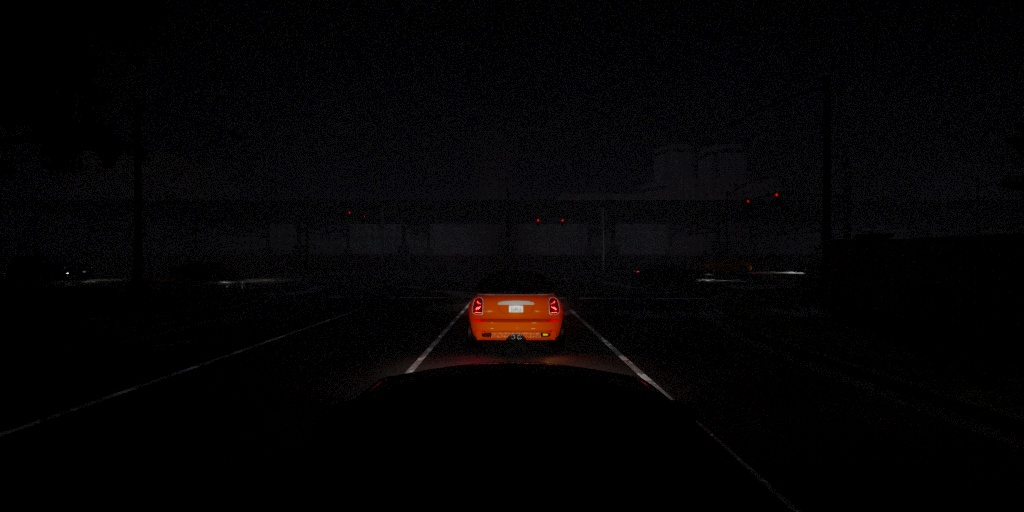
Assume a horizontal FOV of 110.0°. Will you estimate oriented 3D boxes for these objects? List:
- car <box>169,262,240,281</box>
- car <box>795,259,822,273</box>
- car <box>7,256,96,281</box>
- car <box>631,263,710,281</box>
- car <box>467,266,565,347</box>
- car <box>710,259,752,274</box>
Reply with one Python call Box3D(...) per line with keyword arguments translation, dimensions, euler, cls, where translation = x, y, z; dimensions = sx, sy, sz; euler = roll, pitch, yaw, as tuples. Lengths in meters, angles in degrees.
Box3D(translation=(-25.233, 1.228, 29.532), dimensions=(5.008, 1.535, 1.882), euler=(0, 0, 2), cls="car")
Box3D(translation=(33.137, 1.065, 38.746), dimensions=(4.181, 1.385, 1.994), euler=(-1, 0, 1), cls="car")
Box3D(translation=(-38.382, 0.976, 29.939), dimensions=(5.566, 2.045, 2.150), euler=(0, 0, 2), cls="car")
Box3D(translation=(12.323, 1.252, 28.571), dimensions=(5.357, 1.411, 2.033), euler=(0, 0, 1), cls="car")
Box3D(translation=(0.083, 1.103, 9.471), dimensions=(2.097, 1.767, 4.553), euler=(0, 0, 0), cls="car")
Box3D(translation=(23.227, 1.098, 39.000), dimensions=(5.008, 1.535, 1.882), euler=(-1, 0, 1), cls="car")
